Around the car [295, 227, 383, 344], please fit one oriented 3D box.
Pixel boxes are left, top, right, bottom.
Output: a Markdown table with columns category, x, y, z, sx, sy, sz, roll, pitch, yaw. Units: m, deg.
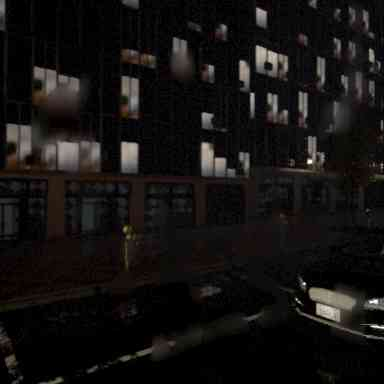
| category | x | y | z | sx | sy | sz | roll | pitch | yaw |
| --- | --- | --- | --- | --- | --- | --- | --- | --- | --- |
| car | 3.944 | 1.442 | 6.194 | 4.902 | 1.511 | 2.128 | -1 | 0 | -36 |
